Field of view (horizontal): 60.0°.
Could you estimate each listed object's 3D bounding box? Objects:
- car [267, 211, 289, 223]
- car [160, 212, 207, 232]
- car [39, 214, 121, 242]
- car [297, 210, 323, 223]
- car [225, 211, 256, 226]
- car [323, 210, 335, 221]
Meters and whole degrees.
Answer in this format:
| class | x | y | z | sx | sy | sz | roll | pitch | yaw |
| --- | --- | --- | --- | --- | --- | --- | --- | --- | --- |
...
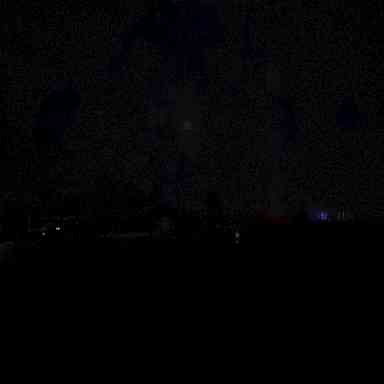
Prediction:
| class | x | y | z | sx | sy | sz | roll | pitch | yaw |
| --- | --- | --- | --- | --- | --- | --- | --- | --- | --- |
| car | 11.537 | 3.297 | 44.991 | 1.882 | 1.535 | 5.008 | 0 | -3 | 36 |
| car | -0.645 | 2.441 | 27.931 | 2.128 | 1.511 | 4.902 | 0 | -2 | 35 |
| car | -6.489 | 2.042 | 19.775 | 2.128 | 1.511 | 4.902 | 0 | -2 | 37 |
| car | 16.311 | 3.486 | 46.701 | 2.128 | 1.511 | 4.902 | 0 | -2 | 36 |
| car | 5.370 | 2.879 | 36.378 | 1.837 | 1.490 | 4.892 | 0 | -2 | 35 |
| car | 22.078 | 3.774 | 54.830 | 2.097 | 1.767 | 4.553 | 0 | -3 | 37 |
